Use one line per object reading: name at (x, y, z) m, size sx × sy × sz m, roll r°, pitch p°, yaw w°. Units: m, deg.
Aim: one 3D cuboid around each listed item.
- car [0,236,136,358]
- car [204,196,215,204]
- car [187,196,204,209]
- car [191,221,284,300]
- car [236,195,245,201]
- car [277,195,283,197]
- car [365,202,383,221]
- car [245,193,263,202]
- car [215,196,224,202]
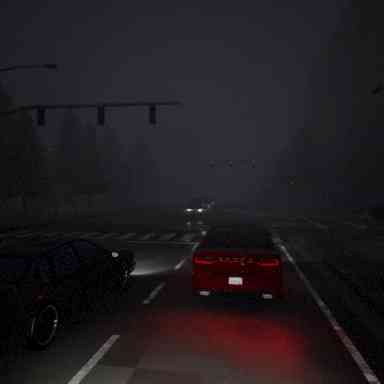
car at (-2.729, 1.547, 6.226) m, size 2.033 × 1.411 × 5.357 m, roll 0°, pitch 0°, yaw 10°
car at (2.739, 1.525, 63.580) m, size 1.812 × 1.442 × 4.674 m, roll 0°, pitch 0°, yaw 10°
car at (0.421, 1.526, 45.574) m, size 1.812 × 1.442 × 4.674 m, roll 0°, pitch 0°, yaw 2°
car at (1.196, 1.478, 8.539) m, size 1.882 × 1.535 × 5.008 m, roll 0°, pitch 0°, yaw 9°
car at (12.681, 1.477, 82.113) m, size 1.882 × 1.535 × 5.008 m, roll 0°, pitch 0°, yaw 35°
car at (25.296, 1.477, 90.112) m, size 5.008 × 1.535 × 1.882 m, roll 0°, pitch 0°, yaw -34°
car at (16.959, 1.560, 27.255) m, size 4.892 × 1.490 × 1.837 m, roll 0°, pitch 0°, yaw 9°
car at (15.517, 1.225, 80.031) m, size 2.150 × 2.045 × 5.566 m, roll 0°, pitch 0°, yaw 35°
car at (5.856, 1.552, 76.462) m, size 1.994 × 1.385 × 4.181 m, roll 0°, pitch 0°, yaw 21°
